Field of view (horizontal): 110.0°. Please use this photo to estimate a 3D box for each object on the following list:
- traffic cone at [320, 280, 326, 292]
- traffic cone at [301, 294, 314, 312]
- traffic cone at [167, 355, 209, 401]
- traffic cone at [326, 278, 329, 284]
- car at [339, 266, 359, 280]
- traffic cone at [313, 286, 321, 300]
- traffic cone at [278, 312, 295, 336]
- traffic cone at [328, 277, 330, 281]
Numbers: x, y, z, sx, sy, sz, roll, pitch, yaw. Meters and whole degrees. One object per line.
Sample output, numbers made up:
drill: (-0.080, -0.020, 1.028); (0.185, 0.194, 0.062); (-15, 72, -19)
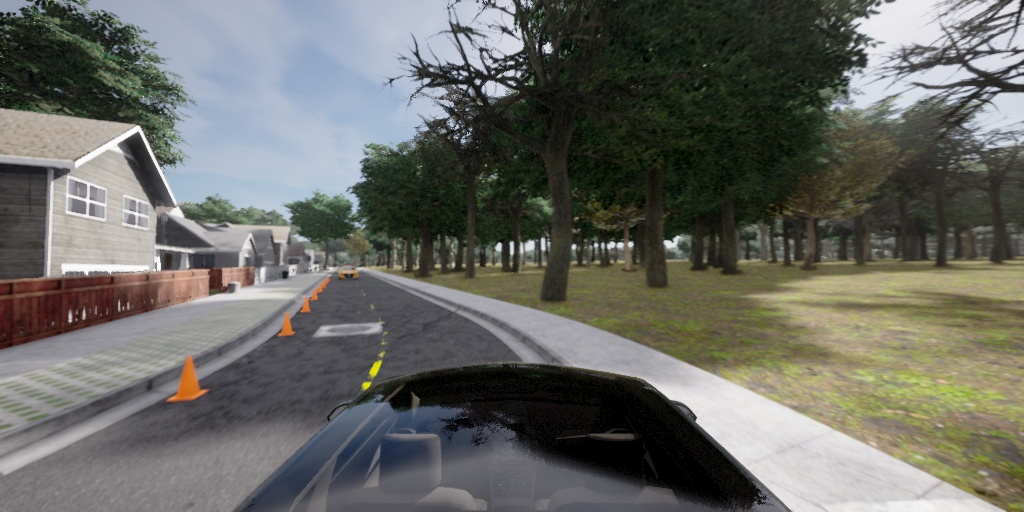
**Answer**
traffic cone: (-12.321, 2.044, 23.074); (0.340, 0.580, 0.340); (0, 0, -25)
traffic cone: (-8.059, 1.874, 14.028); (0.340, 0.580, 0.340); (0, 0, -25)
traffic cone: (-4.740, 1.758, 5.259); (0.340, 0.580, 0.340); (0, 0, -11)
traffic cone: (-14.451, 2.129, 27.598); (0.340, 0.580, 0.340); (0, 0, -25)
car: (-18.650, 1.903, 40.896); (1.882, 1.535, 5.008); (1, -1, -26)
traffic cone: (-10.190, 1.958, 18.551); (0.340, 0.580, 0.340); (0, 0, -25)
traffic cone: (-6.036, 1.803, 9.621); (0.340, 0.580, 0.340); (0, 0, -22)
traffic cone: (-16.584, 2.215, 32.122); (0.340, 0.580, 0.340); (0, 0, -25)
